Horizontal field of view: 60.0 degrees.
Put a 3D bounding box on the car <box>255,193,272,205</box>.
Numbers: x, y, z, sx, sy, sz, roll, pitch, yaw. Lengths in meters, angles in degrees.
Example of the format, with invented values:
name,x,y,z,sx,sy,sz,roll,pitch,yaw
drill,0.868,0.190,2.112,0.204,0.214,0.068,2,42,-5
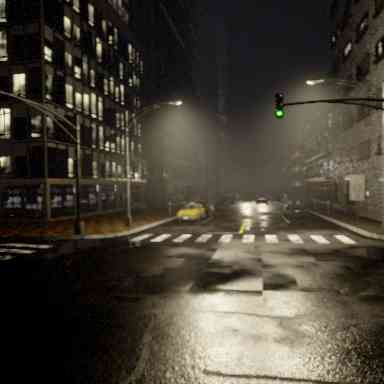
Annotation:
name,x,y,z,sx,sy,sz,roll,pitch,yaw
car,11.208,1.294,53.094,2.128,1.511,4.902,-1,0,11

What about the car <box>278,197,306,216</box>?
name,x,y,z,sx,sy,sz,roll,pitch,yaw
car,9.349,1.383,30.501,2.008,1.369,4.403,-2,0,11

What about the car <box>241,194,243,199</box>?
name,x,y,z,sx,sy,sz,roll,pitch,yaw
car,13.246,1.325,93.142,2.008,1.369,4.403,-2,0,11

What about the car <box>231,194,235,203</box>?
name,x,y,z,sx,sy,sz,roll,pitch,yaw
car,5.537,1.488,54.317,1.802,1.307,4.206,-2,0,11

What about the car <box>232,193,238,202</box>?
name,x,y,z,sx,sy,sz,roll,pitch,yaw
car,6.638,1.432,59.864,1.887,1.381,4.507,-2,0,11

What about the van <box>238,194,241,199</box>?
name,x,y,z,sx,sy,sz,roll,pitch,yaw
van,8.834,1.190,70.958,1.690,1.788,3.998,-2,0,11

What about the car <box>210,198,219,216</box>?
name,x,y,z,sx,sy,sz,roll,pitch,yaw
car,1.131,1.549,32.133,1.947,1.339,4.313,-2,0,11

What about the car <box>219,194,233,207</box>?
name,x,y,z,sx,sy,sz,roll,pitch,yaw
car,4.435,1.470,48.771,1.887,1.381,4.507,-2,0,11

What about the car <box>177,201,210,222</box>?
name,x,y,z,sx,sy,sz,roll,pitch,yaw
car,-0.004,1.528,26.420,1.752,1.417,4.829,-2,0,11

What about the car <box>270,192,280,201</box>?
name,x,y,z,sx,sy,sz,roll,pitch,yaw
car,15.954,1.158,63.779,1.967,1.590,4.097,-2,0,11
